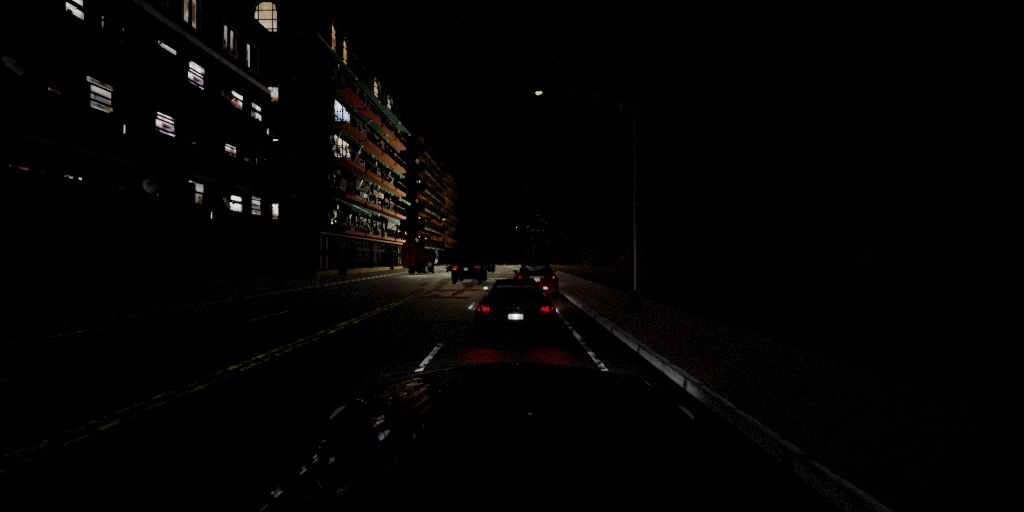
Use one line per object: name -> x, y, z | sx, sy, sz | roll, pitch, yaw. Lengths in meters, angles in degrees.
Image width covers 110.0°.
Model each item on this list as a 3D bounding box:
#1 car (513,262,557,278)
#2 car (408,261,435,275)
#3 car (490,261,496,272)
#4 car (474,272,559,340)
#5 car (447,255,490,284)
car -> 1.145, 1.105, 18.546 | 2.097, 1.767, 4.553 | 0, 0, 0
car -> -9.835, 1.304, 39.436 | 2.033, 1.411, 5.357 | 0, 0, 0
car -> -3.136, 1.318, 44.762 | 1.994, 1.385, 4.181 | 0, 0, 1
car -> 0.098, 1.316, 9.966 | 1.994, 1.385, 4.181 | 0, 0, 0
car -> -3.139, 0.978, 27.024 | 2.150, 2.045, 5.566 | 0, 0, 0
